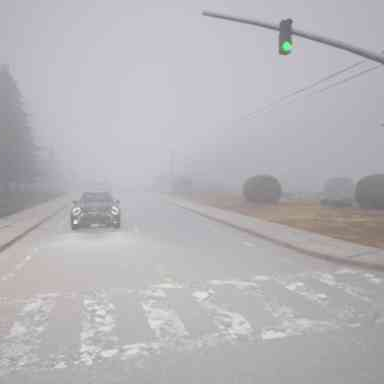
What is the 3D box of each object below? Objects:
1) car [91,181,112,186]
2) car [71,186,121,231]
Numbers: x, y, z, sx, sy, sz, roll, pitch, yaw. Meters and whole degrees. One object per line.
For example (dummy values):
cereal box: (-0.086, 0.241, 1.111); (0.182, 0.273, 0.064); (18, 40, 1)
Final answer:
car: (-10.831, -0.326, 40.017); (2.150, 2.045, 5.566); (0, 2, -15)
car: (-4.617, 0.747, 16.158); (2.097, 1.767, 4.553); (0, 2, -15)
